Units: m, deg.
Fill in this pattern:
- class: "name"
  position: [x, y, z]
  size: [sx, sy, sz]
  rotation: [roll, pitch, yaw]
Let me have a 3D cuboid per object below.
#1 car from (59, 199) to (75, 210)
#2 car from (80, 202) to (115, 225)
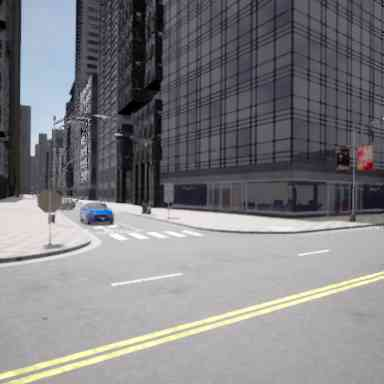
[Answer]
- class: "car"
  position: [-17.317, 1.652, 45.936]
  size: [2.033, 1.411, 5.357]
  rotation: [1, 0, -26]
- class: "car"
  position: [-7.178, 1.558, 24.993]
  size: [1.882, 1.535, 5.008]
  rotation: [1, 0, -26]
